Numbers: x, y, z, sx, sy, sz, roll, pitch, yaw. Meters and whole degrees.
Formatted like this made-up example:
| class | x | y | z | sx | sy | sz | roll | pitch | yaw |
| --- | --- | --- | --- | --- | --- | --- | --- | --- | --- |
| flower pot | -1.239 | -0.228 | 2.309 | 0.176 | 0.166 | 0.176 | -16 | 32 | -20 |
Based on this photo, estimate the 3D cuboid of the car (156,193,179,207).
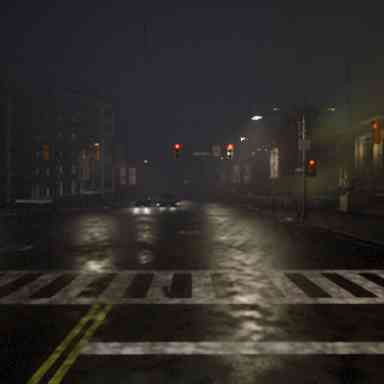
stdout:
| class | x | y | z | sx | sy | sz | roll | pitch | yaw |
| --- | --- | --- | --- | --- | --- | --- | --- | --- | --- |
| car | -3.591 | 1.187 | 49.839 | 2.150 | 2.045 | 5.566 | 0 | 0 | 0 |

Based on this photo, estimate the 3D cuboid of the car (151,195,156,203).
| class | x | y | z | sx | sy | sz | roll | pitch | yaw |
| --- | --- | --- | --- | --- | --- | --- | --- | --- | --- |
| car | -7.086 | 1.308 | 63.347 | 2.097 | 1.767 | 4.553 | 0 | 0 | 0 |

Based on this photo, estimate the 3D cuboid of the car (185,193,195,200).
| class | x | y | z | sx | sy | sz | roll | pitch | yaw |
| --- | --- | --- | --- | --- | --- | --- | --- | --- | --- |
| car | -1.208 | 1.164 | 88.259 | 2.150 | 2.045 | 5.566 | 0 | 0 | -29 |

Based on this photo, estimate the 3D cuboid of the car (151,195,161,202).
| class | x | y | z | sx | sy | sz | roll | pitch | yaw |
| --- | --- | --- | --- | --- | --- | --- | --- | --- | --- |
| car | -8.566 | 1.470 | 78.441 | 1.812 | 1.442 | 4.674 | 0 | 0 | -14 |

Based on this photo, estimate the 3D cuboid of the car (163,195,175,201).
| class | x | y | z | sx | sy | sz | roll | pitch | yaw |
| --- | --- | --- | --- | --- | --- | --- | --- | --- | --- |
| car | -5.583 | 1.445 | 80.597 | 1.837 | 1.490 | 4.892 | 0 | 0 | -18 |

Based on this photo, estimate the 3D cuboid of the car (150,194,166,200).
| class | x | y | z | sx | sy | sz | roll | pitch | yaw |
| --- | --- | --- | --- | --- | --- | --- | --- | --- | --- |
| car | -9.639 | 1.384 | 94.863 | 1.837 | 1.490 | 4.892 | 0 | 0 | -43 |

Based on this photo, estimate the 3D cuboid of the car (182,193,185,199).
| class | x | y | z | sx | sy | sz | roll | pitch | yaw |
| --- | --- | --- | --- | --- | --- | --- | --- | --- | --- |
| car | -4.243 | 1.493 | 86.528 | 1.994 | 1.385 | 4.181 | 0 | 0 | -29 |

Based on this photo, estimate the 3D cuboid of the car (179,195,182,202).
| class | x | y | z | sx | sy | sz | roll | pitch | yaw |
| --- | --- | --- | --- | --- | --- | --- | --- | --- | --- |
| car | -3.569 | 1.431 | 68.493 | 1.882 | 1.535 | 5.008 | 0 | 0 | 1 |

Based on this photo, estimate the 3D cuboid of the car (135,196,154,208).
| class | x | y | z | sx | sy | sz | roll | pitch | yaw |
| --- | --- | --- | --- | --- | --- | --- | --- | --- | --- |
| car | -7.090 | 1.567 | 48.381 | 1.895 | 1.301 | 4.718 | 0 | 0 | 0 |
